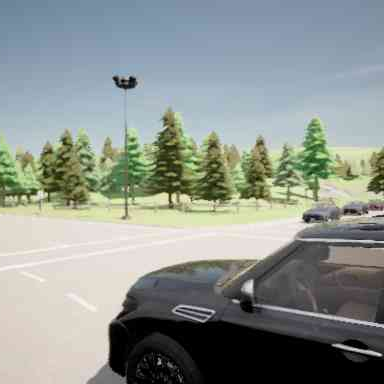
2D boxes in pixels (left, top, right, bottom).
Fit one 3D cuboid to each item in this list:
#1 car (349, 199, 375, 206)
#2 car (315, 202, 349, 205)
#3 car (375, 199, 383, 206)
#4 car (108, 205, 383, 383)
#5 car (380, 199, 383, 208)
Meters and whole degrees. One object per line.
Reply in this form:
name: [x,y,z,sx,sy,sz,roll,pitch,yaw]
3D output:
car: [16.792,1.617,34.083,2.033,1.411,5.357,-1,0,39]
car: [10.441,1.621,26.305,2.033,1.411,5.357,-1,0,39]
car: [23.128,1.629,41.801,1.994,1.385,4.181,-1,0,39]
car: [1.737,1.224,2.937,5.566,2.045,2.150,-1,0,35]
car: [29.750,1.661,49.851,1.895,1.301,4.718,-1,0,40]
